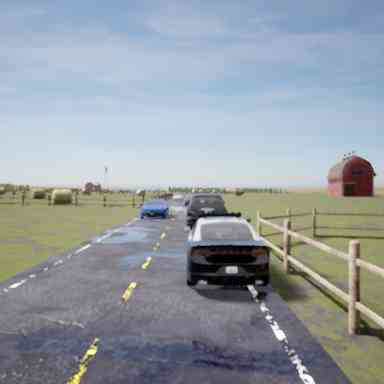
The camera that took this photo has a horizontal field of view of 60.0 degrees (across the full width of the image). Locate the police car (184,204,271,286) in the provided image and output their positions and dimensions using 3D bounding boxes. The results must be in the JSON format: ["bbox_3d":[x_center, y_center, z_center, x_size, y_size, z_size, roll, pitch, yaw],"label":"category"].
[{"bbox_3d":[0.803,1.360,9.341,1.930,1.638,5.238,0,0,0],"label":"police car"}]

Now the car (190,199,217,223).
[{"bbox_3d":[0.766,1.330,25.231,1.837,1.490,4.892,0,0,0],"label":"car"}]

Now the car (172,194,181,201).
[{"bbox_3d":[-2.909,1.046,68.108,1.812,1.442,4.674,0,1,0],"label":"car"}]

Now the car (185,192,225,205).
[{"bbox_3d":[0.780,1.090,19.259,2.150,2.045,5.566,0,0,0],"label":"car"}]

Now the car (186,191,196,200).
[{"bbox_3d":[-0.164,0.772,71.672,2.097,1.767,4.553,0,0,0],"label":"car"}]

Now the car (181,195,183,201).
[{"bbox_3d":[-0.077,1.227,46.082,2.033,1.411,5.357,0,0,0],"label":"car"}]

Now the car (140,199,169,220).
[{"bbox_3d":[-2.910,1.294,26.619,1.882,1.535,5.008,0,0,0],"label":"car"}]
